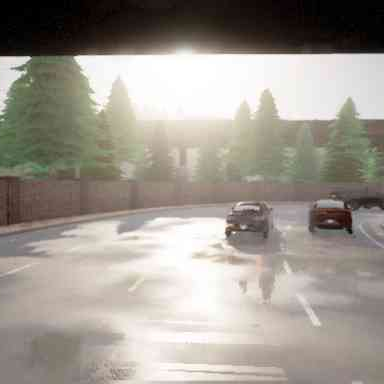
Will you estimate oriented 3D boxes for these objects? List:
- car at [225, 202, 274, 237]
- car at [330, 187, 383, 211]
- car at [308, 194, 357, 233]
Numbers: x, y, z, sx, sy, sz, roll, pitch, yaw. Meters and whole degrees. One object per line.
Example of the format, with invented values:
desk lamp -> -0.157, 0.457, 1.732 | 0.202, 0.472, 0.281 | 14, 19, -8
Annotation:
car -> 2.765, 1.167, 15.522 | 1.812, 1.442, 4.674 | 0, 1, 17
car -> 14.415, 0.565, 28.478 | 5.566, 2.045, 2.150 | 0, 1, -16
car -> 6.997, 1.087, 16.896 | 1.882, 1.535, 5.008 | 0, 1, 22
